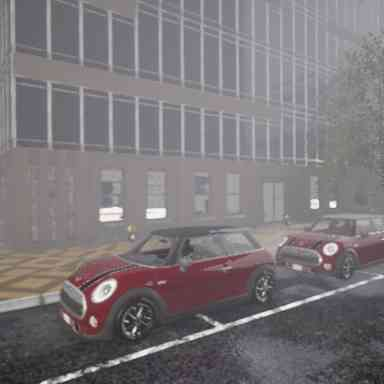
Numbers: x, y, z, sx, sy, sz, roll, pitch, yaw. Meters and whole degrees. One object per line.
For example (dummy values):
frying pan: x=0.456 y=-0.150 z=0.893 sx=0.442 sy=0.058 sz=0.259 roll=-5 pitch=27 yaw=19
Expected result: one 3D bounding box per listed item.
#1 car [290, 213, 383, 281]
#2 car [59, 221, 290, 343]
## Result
car: x=4.311 y=1.383 z=9.638 sx=4.097 sy=1.590 sz=1.967 roll=0 pitch=0 yaw=-36
car: x=-0.323 y=1.419 z=6.331 sx=4.097 sy=1.590 sz=1.967 roll=0 pitch=0 yaw=-36
